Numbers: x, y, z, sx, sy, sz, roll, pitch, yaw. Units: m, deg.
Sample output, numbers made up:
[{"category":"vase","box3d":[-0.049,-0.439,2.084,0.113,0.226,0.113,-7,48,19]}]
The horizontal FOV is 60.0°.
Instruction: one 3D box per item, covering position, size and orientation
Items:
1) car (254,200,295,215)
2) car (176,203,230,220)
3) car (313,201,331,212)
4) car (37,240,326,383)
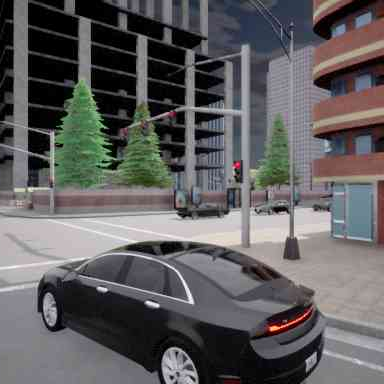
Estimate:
[{"category":"car","box3d":[8.579,1.547,34.530,4.902,1.511,2.128,0,0,-35]},{"category":"car","box3d":[0.987,1.656,29.111,4.718,1.301,1.895,0,0,-36]},{"category":"car","box3d":[16.675,1.407,40.284,4.553,1.767,2.097,0,0,-35]},{"category":"car","box3d":[-0.585,1.505,5.050,4.892,1.490,1.837,0,0,41]}]
